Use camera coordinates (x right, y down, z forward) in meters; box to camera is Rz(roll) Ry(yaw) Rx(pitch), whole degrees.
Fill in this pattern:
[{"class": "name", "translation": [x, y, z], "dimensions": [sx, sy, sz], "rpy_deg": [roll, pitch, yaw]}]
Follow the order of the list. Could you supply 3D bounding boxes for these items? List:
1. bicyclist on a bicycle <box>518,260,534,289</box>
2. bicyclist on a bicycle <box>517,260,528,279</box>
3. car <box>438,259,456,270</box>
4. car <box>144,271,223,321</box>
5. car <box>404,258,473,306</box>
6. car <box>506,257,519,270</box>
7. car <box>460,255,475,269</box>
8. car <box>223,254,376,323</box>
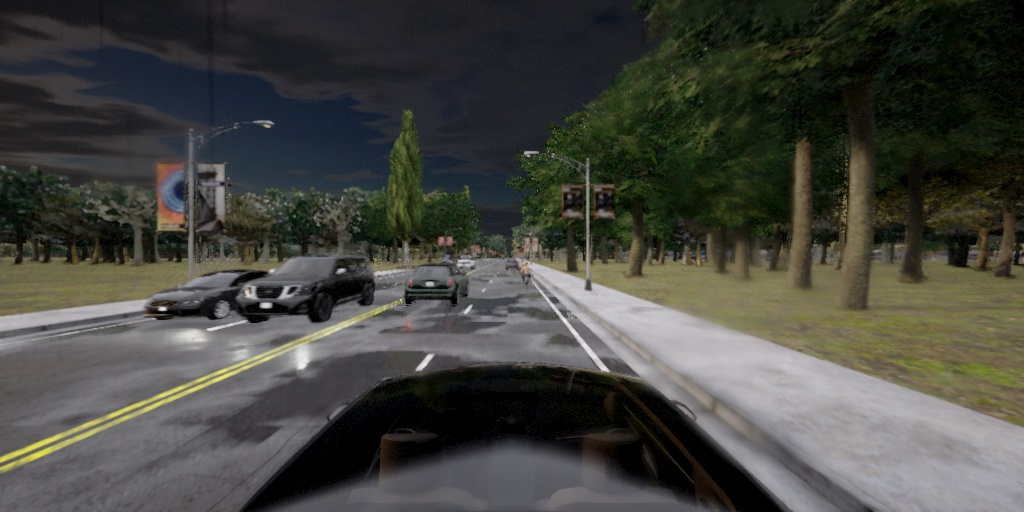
[{"class": "bicyclist on a bicycle", "translation": [0.906, 1.176, 21.688], "dimensions": [0.866, 1.612, 1.509], "rpy_deg": [0, 0, 0]}, {"class": "bicyclist on a bicycle", "translation": [0.904, 1.170, 31.376], "dimensions": [0.866, 1.612, 1.509], "rpy_deg": [0, 0, 0]}, {"class": "car", "translation": [-9.826, 1.225, 54.247], "dimensions": [1.837, 1.490, 4.892], "rpy_deg": [0, 0, 0]}, {"class": "car", "translation": [-9.852, 1.248, 12.533], "dimensions": [1.837, 1.490, 4.892], "rpy_deg": [0, 0, 0]}, {"class": "car", "translation": [-3.153, 1.094, 15.875], "dimensions": [2.097, 1.767, 4.553], "rpy_deg": [0, 0, 0]}, {"class": "car", "translation": [0.074, 1.213, 53.385], "dimensions": [2.128, 1.511, 4.902], "rpy_deg": [0, 0, 0]}, {"class": "car", "translation": [-6.584, 0.943, 51.574], "dimensions": [2.150, 2.045, 5.566], "rpy_deg": [0, 0, 0]}, {"class": "car", "translation": [-6.599, 0.964, 12.383], "dimensions": [2.150, 2.045, 5.566], "rpy_deg": [0, 0, 0]}]
